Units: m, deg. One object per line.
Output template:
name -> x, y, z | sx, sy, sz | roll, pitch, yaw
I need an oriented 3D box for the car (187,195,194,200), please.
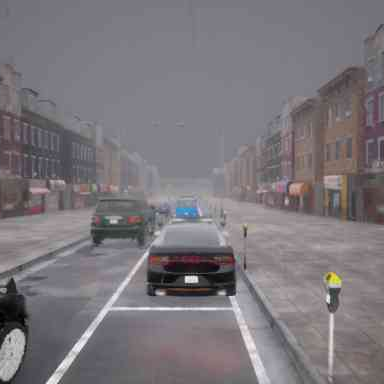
car -> -0.397, 1.541, 91.932 | 1.947, 1.339, 4.313 | -1, 0, 0

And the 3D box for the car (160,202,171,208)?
car -> -3.005, 1.589, 31.205 | 1.895, 1.301, 4.718 | 0, 0, 0

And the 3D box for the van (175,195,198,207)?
van -> -0.403, 1.332, 25.542 | 1.690, 1.788, 3.998 | -1, 0, 0

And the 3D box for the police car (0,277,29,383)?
police car -> -3.020, 1.423, 2.387 | 1.930, 1.638, 5.238 | 0, 0, 0

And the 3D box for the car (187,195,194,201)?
car -> -0.398, 1.542, 86.399 | 1.947, 1.339, 4.313 | -1, 0, 0

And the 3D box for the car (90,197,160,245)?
car -> -3.011, 1.218, 15.525 | 2.150, 2.045, 5.566 | 0, 0, 0

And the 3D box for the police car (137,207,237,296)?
police car -> -0.012, 1.421, 8.762 | 1.930, 1.638, 5.238 | 0, 0, 0

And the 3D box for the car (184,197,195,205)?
car -> -0.397, 1.562, 58.737 | 1.802, 1.307, 4.206 | -1, 0, 0

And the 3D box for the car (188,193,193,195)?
car -> -0.404, 1.302, 36.607 | 2.192, 1.841, 5.009 | -1, 0, 0
